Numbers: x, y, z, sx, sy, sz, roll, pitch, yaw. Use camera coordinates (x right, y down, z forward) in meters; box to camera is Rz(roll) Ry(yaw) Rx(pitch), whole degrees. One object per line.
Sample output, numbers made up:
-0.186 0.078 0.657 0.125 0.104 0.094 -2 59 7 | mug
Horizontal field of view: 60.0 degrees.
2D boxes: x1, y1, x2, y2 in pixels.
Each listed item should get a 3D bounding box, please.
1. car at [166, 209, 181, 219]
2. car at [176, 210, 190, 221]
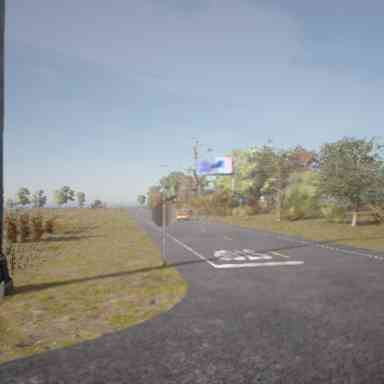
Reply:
-3.255 3.799 58.291 1.882 1.535 5.008 0 -2 -12 | car
-1.583 3.470 50.323 1.882 1.535 5.008 0 -2 -11 | car
